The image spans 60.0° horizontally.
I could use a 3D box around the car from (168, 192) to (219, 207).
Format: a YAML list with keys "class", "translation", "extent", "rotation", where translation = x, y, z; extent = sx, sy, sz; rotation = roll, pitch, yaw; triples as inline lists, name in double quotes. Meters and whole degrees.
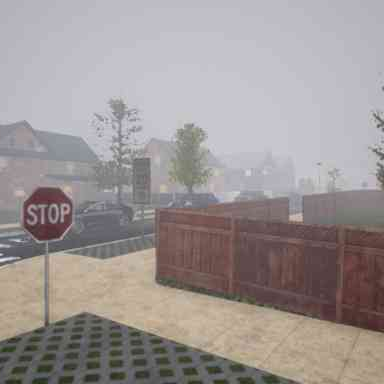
- class: "car"
  translation: [0.181, 0.836, 24.510]
  extent: [2.097, 1.767, 4.553]
  rotation: [-1, 1, 36]

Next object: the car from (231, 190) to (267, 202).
- class: "car"
  translation: [5.550, 0.615, 31.970]
  extent: [2.097, 1.767, 4.553]
  rotation: [-1, 1, 36]

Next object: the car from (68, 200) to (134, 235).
- class: "car"
  translation: [-5.154, 1.195, 17.084]
  extent: [2.128, 1.511, 4.902]
  rotation: [-1, 1, 36]

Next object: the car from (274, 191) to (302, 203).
- class: "car"
  translation: [11.709, 0.562, 40.485]
  extent: [2.033, 1.411, 5.357]
  rotation: [-1, 1, 36]
